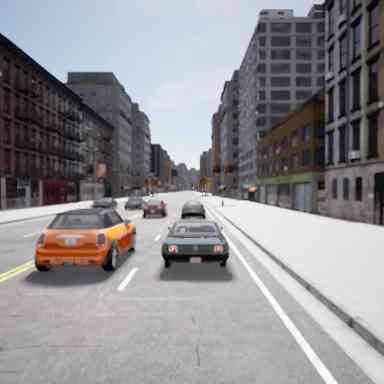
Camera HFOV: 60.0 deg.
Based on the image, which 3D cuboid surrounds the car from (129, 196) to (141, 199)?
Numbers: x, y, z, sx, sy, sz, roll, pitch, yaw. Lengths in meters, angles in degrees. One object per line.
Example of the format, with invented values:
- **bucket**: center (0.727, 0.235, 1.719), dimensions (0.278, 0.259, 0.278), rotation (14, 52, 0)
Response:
- **car**: center (-6.566, 1.293, 38.417), dimensions (1.837, 1.490, 4.892), rotation (0, 0, 0)

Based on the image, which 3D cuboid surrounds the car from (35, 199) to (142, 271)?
- **car**: center (-3.143, 1.289, 10.783), dimensions (2.097, 1.767, 4.553), rotation (0, 0, 0)

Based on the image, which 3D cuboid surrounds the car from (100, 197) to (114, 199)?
- **car**: center (-9.819, 1.336, 38.256), dimensions (2.033, 1.411, 5.357), rotation (0, 0, 0)

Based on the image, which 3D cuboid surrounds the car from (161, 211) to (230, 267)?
- **car**: center (0.110, 1.537, 11.135), dimensions (1.895, 1.301, 4.718), rotation (0, 0, 0)

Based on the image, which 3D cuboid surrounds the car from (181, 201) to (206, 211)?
- **car**: center (0.119, 1.408, 28.096), dimensions (1.994, 1.385, 4.181), rotation (0, 0, 0)

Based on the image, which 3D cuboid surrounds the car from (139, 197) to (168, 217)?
- **car**: center (-3.130, 1.366, 28.832), dimensions (1.812, 1.442, 4.674), rotation (0, 0, 0)
